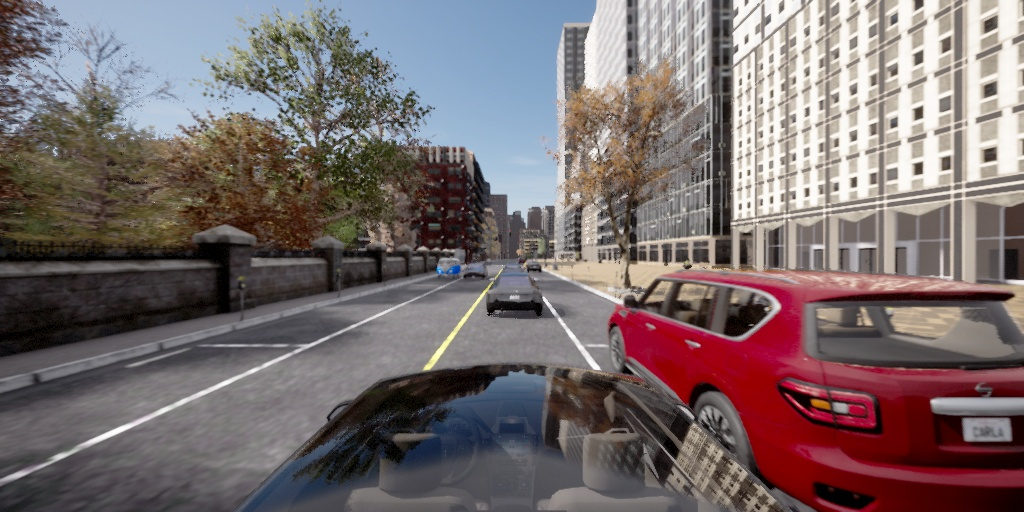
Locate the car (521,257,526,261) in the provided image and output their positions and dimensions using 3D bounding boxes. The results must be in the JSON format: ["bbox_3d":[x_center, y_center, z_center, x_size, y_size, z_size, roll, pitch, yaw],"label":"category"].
[{"bbox_3d":[2.677,1.306,55.274,1.751,1.417,4.829,0,0,0],"label":"car"}]

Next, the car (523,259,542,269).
[{"bbox_3d":[2.679,1.333,43.839,1.948,1.339,4.313,0,0,0],"label":"car"}]

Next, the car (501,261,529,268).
[{"bbox_3d":[0.089,1.320,29.141,1.994,1.385,4.181,0,0,0],"label":"car"}]

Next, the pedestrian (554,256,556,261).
[{"bbox_3d":[7.123,0.833,59.785,0.375,1.860,0.375,0,0,0],"label":"pedestrian"}]

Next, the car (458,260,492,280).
[{"bbox_3d":[-3.106,1.304,31.464,2.033,1.411,5.357,0,0,0],"label":"car"}]

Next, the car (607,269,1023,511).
[{"bbox_3d":[2.688,1.064,4.415,2.192,1.841,5.009,0,0,0],"label":"car"}]

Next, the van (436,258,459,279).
[{"bbox_3d":[-5.698,1.098,32.571,1.690,1.789,3.998,0,0,0],"label":"van"}]

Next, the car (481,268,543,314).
[{"bbox_3d":[0.090,1.314,13.698,1.994,1.385,4.181,0,0,0],"label":"car"}]
